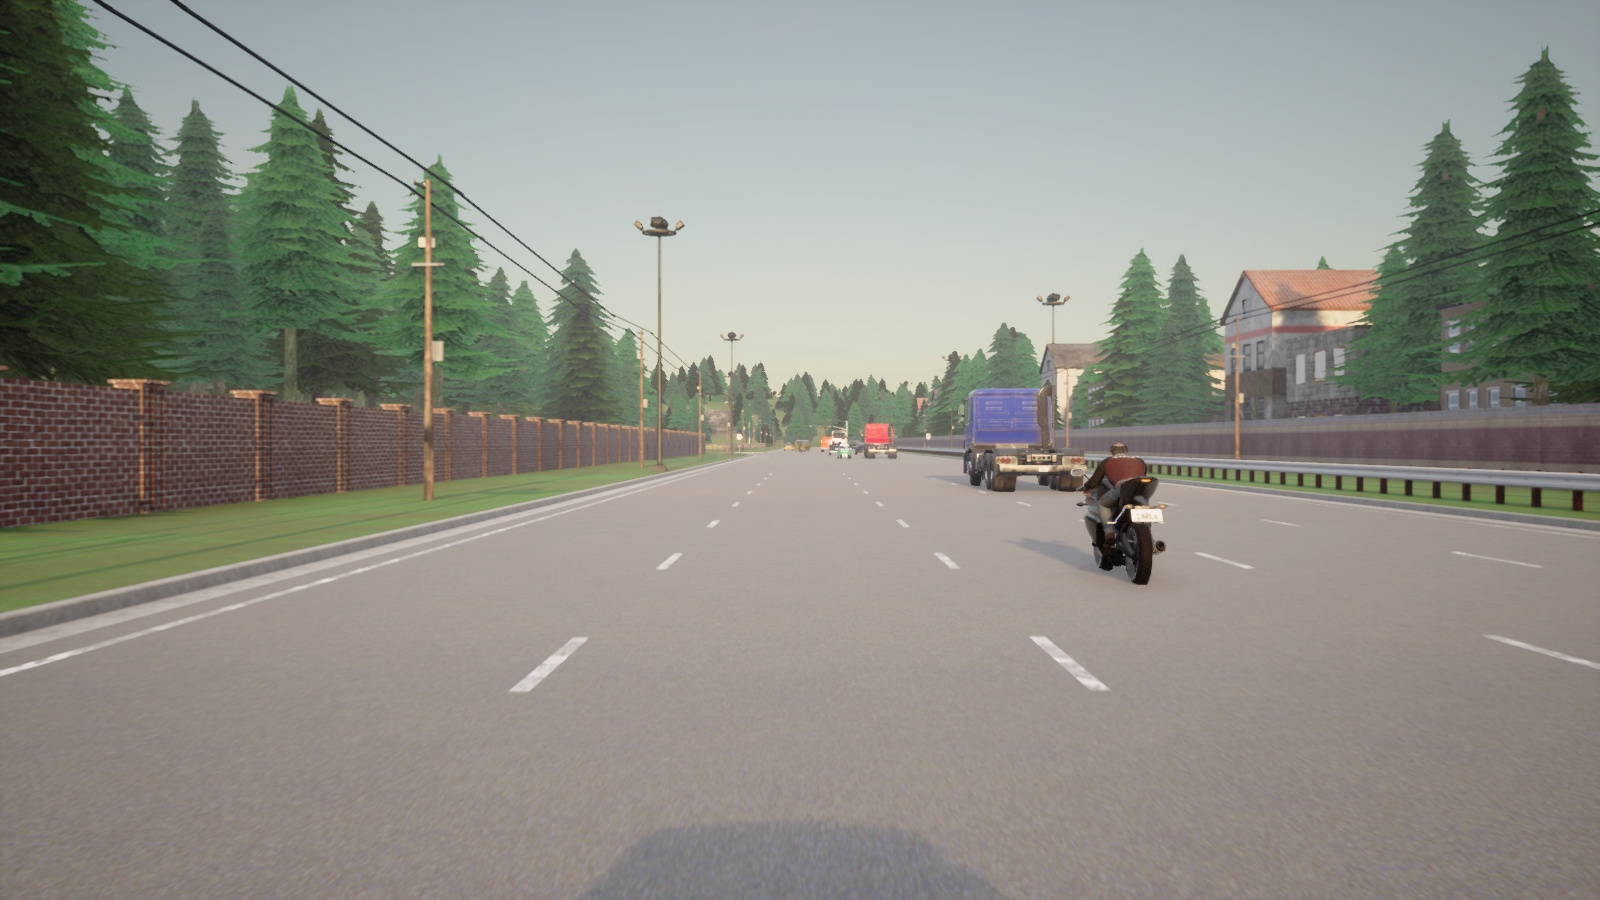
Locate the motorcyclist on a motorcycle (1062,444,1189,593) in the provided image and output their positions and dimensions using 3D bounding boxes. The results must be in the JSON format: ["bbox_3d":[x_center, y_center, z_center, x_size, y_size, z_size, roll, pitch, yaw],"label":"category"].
[{"bbox_3d":[3.596,0.705,14.094,0.866,1.530,2.191,0,0,0],"label":"motorcyclist on a motorcycle"}]

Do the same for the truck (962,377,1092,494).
[{"bbox_3d":[7.252,-0.462,41.255,2.891,3.462,7.936,0,0,0],"label":"truck"}]
